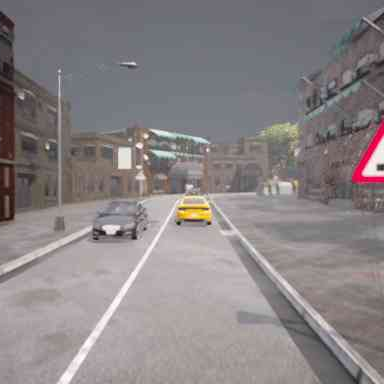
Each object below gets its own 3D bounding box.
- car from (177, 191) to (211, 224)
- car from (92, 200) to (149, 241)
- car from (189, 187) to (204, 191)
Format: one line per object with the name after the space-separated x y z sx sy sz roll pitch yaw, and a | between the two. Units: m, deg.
0.097 0.964 19.892 1.882 1.535 5.008 0 3 0 | car
-3.097 1.180 15.118 2.128 1.511 4.902 0 2 0 | car
0.525 0.138 38.555 2.033 1.411 5.357 0 3 7 | car
